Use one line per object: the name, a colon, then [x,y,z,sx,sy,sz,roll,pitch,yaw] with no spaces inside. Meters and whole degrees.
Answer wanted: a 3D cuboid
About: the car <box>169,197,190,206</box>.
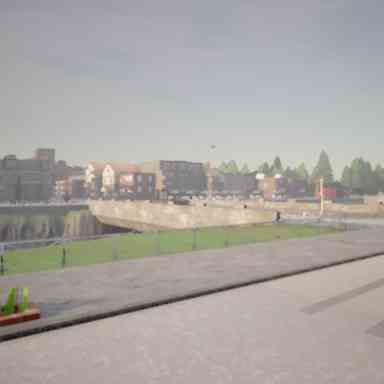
car: [-2.063,1.513,52.538,1.812,1.442,4.674,0,0,-36]
